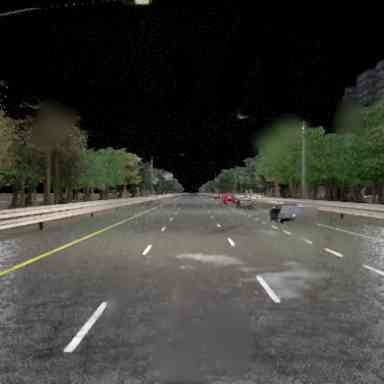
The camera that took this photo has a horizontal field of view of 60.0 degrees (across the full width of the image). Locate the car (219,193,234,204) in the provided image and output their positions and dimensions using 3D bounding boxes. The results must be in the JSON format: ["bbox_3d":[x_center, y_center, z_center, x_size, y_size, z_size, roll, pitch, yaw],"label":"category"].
[{"bbox_3d":[7.165,1.221,65.682,2.150,2.045,5.566,0,0,0],"label":"car"}]

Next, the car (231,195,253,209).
[{"bbox_3d":[7.101,1.491,45.676,2.128,1.511,4.902,0,0,0],"label":"car"}]

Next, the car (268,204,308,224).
[{"bbox_3d":[7.034,1.567,24.741,1.994,1.385,4.181,0,0,0],"label":"car"}]
